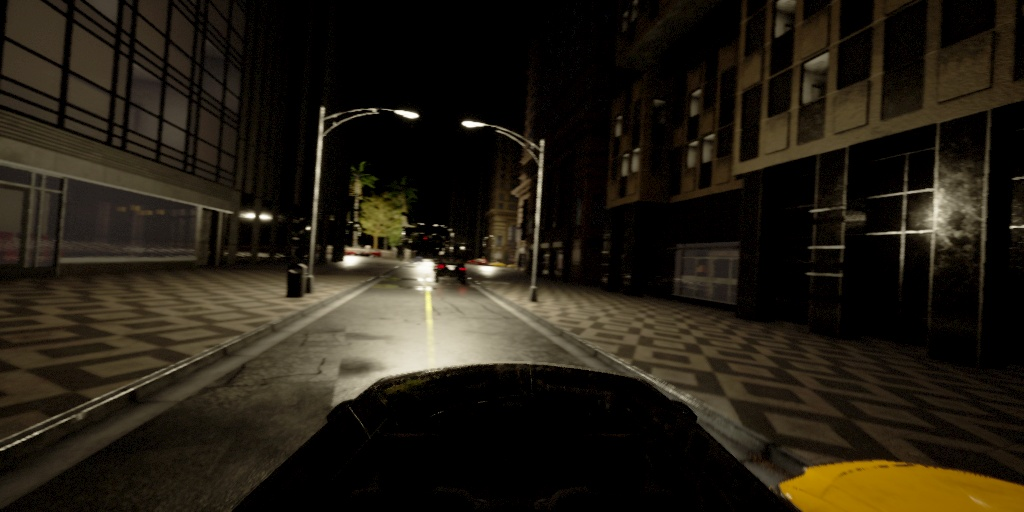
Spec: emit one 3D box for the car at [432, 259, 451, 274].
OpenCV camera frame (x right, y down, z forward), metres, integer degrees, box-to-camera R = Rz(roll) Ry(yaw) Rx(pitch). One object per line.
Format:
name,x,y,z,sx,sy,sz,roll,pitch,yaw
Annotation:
car,-8.061,1.133,40.692,1.812,1.442,4.674,4,0,-13

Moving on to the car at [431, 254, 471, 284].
car,-4.711,0.914,27.009,2.150,2.045,5.566,4,0,-13
